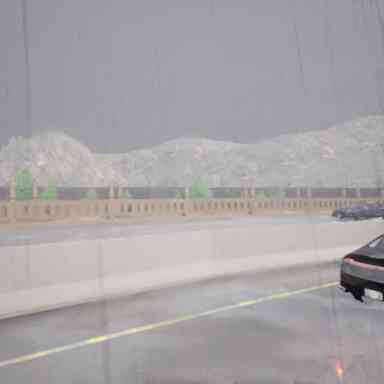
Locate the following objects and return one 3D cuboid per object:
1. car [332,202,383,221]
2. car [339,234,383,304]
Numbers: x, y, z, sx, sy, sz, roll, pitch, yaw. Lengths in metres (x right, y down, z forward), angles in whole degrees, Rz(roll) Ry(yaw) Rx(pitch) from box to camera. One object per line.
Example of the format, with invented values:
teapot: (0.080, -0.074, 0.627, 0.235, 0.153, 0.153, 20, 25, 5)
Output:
car: (13.817, 1.487, 26.554, 5.357, 1.411, 2.033, 0, 0, -21)
car: (5.089, 1.479, 6.713, 4.902, 1.511, 2.128, 0, 0, -30)
